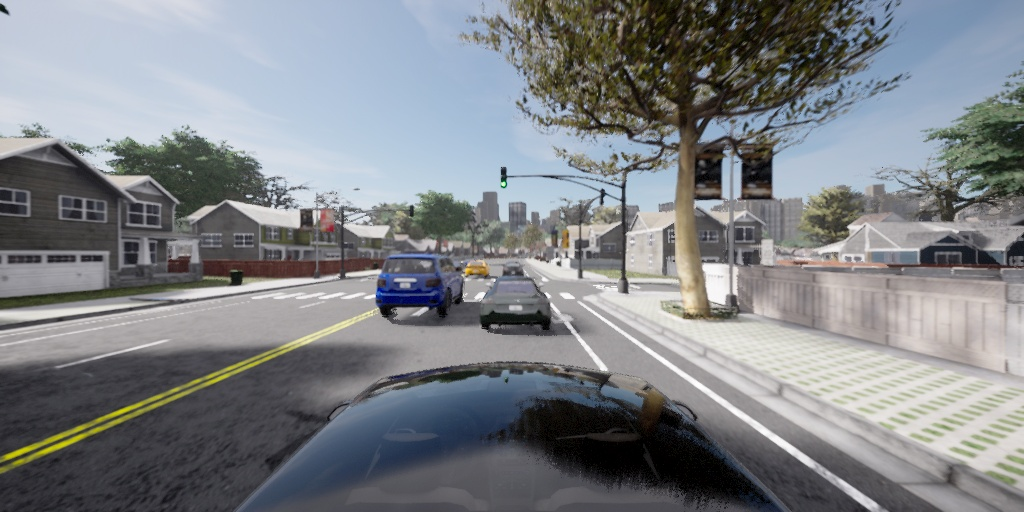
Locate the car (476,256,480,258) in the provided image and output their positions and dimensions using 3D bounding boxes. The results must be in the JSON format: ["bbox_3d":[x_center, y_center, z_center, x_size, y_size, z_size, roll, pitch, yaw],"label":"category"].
[{"bbox_3d":[-6.566,1.178,56.198,1.812,1.442,4.674,0,0,0],"label":"car"}]

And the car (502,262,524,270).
[{"bbox_3d":[0.100,1.232,32.629,1.812,1.442,4.674,0,0,0],"label":"car"}]

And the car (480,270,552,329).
[{"bbox_3d":[0.097,1.304,11.236,1.994,1.385,4.181,0,0,0],"label":"car"}]

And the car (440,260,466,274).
[{"bbox_3d":[-6.594,1.236,40.855,2.033,1.411,5.357,0,0,0],"label":"car"}]

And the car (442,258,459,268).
[{"bbox_3d":[-9.803,1.155,57.575,1.837,1.490,4.892,0,0,0],"label":"car"}]

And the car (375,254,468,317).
[{"bbox_3d":[-3.150,0.959,13.271,2.150,2.045,5.566,0,0,0],"label":"car"}]

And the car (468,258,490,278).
[{"bbox_3d":[-3.149,1.182,33.639,1.882,1.535,5.008,0,0,0],"label":"car"}]
